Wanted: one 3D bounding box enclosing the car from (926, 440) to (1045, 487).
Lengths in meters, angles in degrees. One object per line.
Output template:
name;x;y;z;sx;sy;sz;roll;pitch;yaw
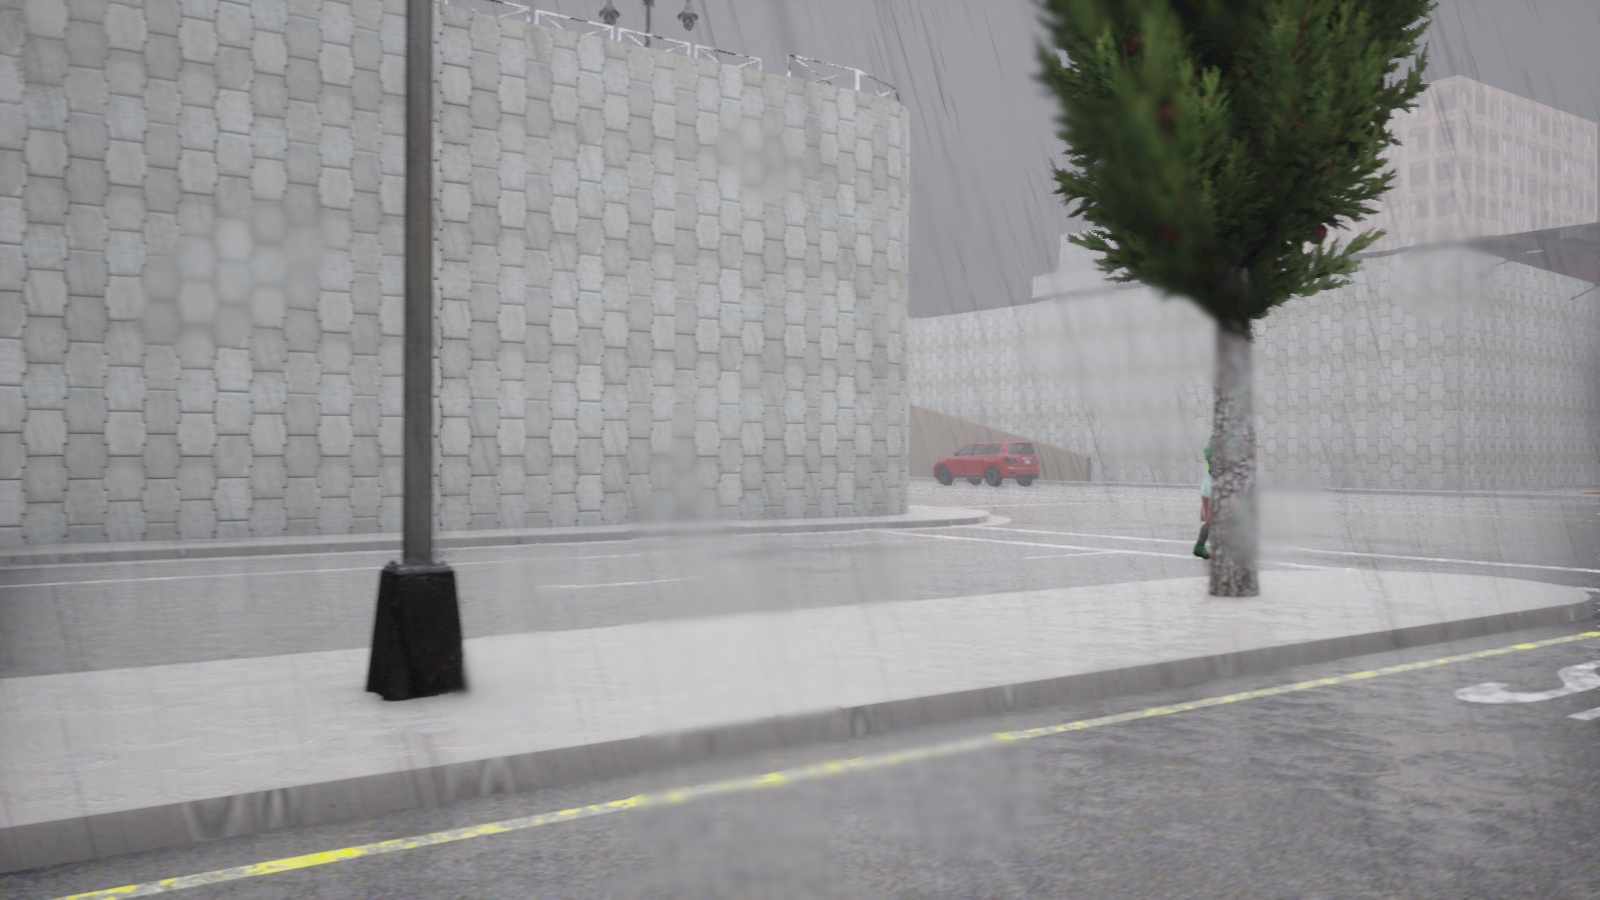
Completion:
car;8.411;0.587;57.412;2.150;2.045;5.566;0;0;-34

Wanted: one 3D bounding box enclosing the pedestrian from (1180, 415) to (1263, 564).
pedestrian;5.710;0.519;17.008;0.873;1.952;0.659;0;0;43
